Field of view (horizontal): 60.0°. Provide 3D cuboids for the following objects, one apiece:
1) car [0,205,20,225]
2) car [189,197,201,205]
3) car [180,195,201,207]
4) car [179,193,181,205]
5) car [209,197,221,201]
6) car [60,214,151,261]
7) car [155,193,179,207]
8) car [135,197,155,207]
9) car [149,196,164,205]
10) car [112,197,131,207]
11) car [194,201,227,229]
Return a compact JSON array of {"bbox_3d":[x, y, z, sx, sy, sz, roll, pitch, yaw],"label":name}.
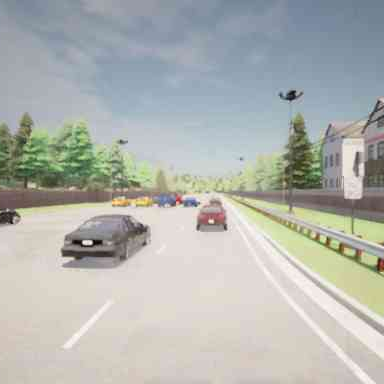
[{"bbox_3d":[-12.791,1.476,20.761,1.837,1.490,4.892,0,0,4],"label":"car"},{"bbox_3d":[0.609,1.578,60.019,1.895,1.301,4.718,0,0,4],"label":"car"},{"bbox_3d":[-0.179,1.458,49.598,1.882,1.535,5.008,0,0,4],"label":"car"},{"bbox_3d":[-2.880,1.191,60.283,2.150,2.045,5.566,0,0,4],"label":"car"},{"bbox_3d":[3.340,1.512,48.518,1.812,1.442,4.674,0,0,4],"label":"car"},{"bbox_3d":[-2.899,1.538,12.330,2.033,1.411,5.357,0,0,4],"label":"car"},{"bbox_3d":[-3.666,1.195,49.892,2.150,2.045,5.566,0,0,4],"label":"car"},{"bbox_3d":[-7.159,1.445,50.126,1.882,1.535,5.008,0,0,4],"label":"car"},{"bbox_3d":[-6.373,1.529,60.517,1.994,1.385,4.181,0,0,4],"label":"car"},{"bbox_3d":[-10.649,1.439,50.391,1.882,1.535,5.008,0,0,4],"label":"car"},{"bbox_3d":[1.292,1.519,21.369,1.812,1.442,4.674,0,0,4],"label":"car"}]
